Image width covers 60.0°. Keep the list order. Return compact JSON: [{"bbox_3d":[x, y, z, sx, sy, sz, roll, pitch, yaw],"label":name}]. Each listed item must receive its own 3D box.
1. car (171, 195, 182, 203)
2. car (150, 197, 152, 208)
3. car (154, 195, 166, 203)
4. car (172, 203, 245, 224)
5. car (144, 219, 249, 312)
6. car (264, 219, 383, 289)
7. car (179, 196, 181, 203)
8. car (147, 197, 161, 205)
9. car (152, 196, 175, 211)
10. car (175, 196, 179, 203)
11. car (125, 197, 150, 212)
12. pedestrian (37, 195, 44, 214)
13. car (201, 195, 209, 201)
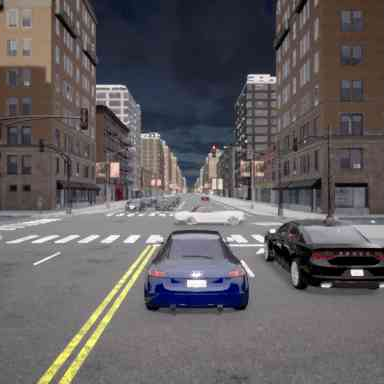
[{"bbox_3d":[-3.337,1.481,70.965,2.033,1.411,5.357,0,0,0],"label":"car"},{"bbox_3d":[-6.655,1.502,48.469,1.837,1.490,4.892,0,0,0],"label":"car"},{"bbox_3d":[-6.585,1.487,69.294,2.128,1.511,4.902,0,0,0],"label":"car"},{"bbox_3d":[1.221,1.603,22.921,4.718,1.301,1.895,0,0,-1],"label":"car"},{"bbox_3d":[0.079,1.564,7.800,1.994,1.385,4.181,0,0,0],"label":"car"},{"bbox_3d":[3.327,1.478,9.180,1.882,1.535,5.008,0,0,0],"label":"car"},{"bbox_3d":[-3.396,1.557,59.329,1.994,1.385,4.181,0,0,0],"label":"car"},{"bbox_3d":[-6.650,1.594,58.393,1.895,1.301,4.718,0,0,0],"label":"car"},{"bbox_3d":[-3.396,1.504,40.476,1.837,1.490,4.892,0,0,0],"label":"car"},{"bbox_3d":[-3.402,1.501,49.785,1.837,1.490,4.892,0,0,0],"label":"car"},{"bbox_3d":[-6.644,1.490,39.223,2.128,1.511,4.902,0,0,0],"label":"car"},{"bbox_3d":[-14.180,1.170,31.106,0.375,1.860,0.375,0,0,0],"label":"pedestrian"},{"bbox_3d":[3.152,1.464,80.604,1.882,1.535,5.008,0,0,0],"label":"car"}]
